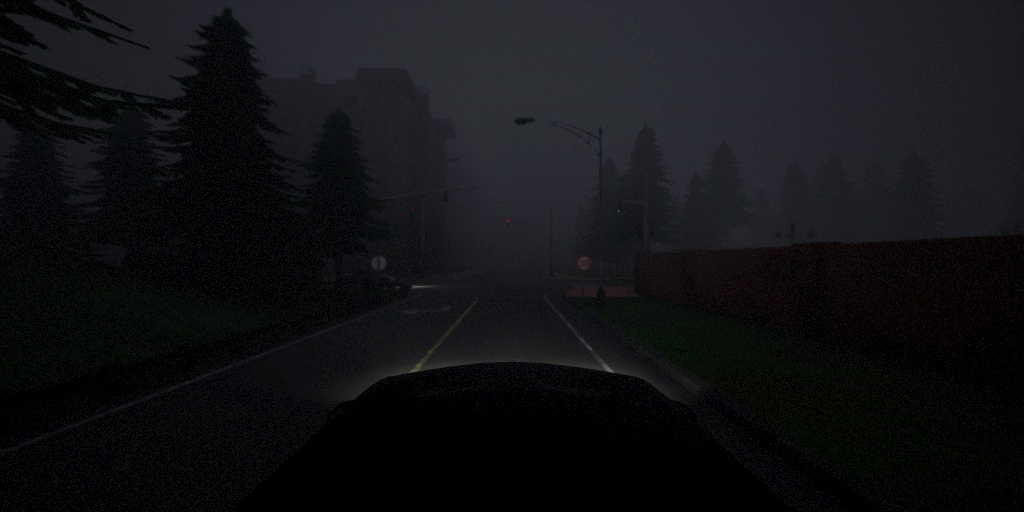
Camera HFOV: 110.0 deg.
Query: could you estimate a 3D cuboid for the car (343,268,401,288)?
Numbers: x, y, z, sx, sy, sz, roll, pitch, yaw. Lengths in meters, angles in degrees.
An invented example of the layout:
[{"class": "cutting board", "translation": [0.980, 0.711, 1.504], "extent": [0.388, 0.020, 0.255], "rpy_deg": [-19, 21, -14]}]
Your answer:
[{"class": "car", "translation": [-10.901, 1.681, 27.402], "extent": [4.674, 1.442, 1.812], "rpy_deg": [1, -1, -1]}]
